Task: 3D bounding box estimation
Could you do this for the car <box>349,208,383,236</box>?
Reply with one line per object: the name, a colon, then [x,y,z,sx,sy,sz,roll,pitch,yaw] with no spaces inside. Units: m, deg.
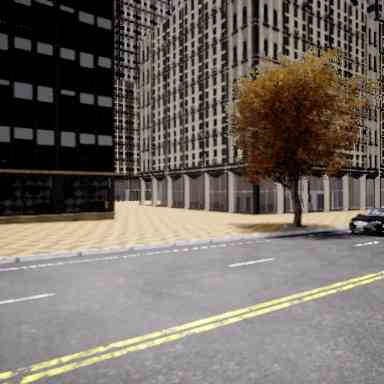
car: [11.206,1.676,19.655,4.902,1.511,2.128,1,0,-35]
